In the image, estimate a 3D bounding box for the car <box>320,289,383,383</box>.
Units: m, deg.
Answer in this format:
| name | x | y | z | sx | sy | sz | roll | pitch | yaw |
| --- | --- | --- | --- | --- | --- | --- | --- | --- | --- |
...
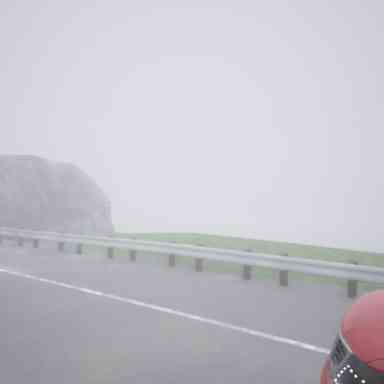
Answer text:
| name | x | y | z | sx | sy | sz | roll | pitch | yaw |
| --- | --- | --- | --- | --- | --- | --- | --- | --- | --- |
| car | 3.501 | 1.211 | 1.423 | 5.566 | 2.045 | 2.150 | 0 | 0 | 36 |
